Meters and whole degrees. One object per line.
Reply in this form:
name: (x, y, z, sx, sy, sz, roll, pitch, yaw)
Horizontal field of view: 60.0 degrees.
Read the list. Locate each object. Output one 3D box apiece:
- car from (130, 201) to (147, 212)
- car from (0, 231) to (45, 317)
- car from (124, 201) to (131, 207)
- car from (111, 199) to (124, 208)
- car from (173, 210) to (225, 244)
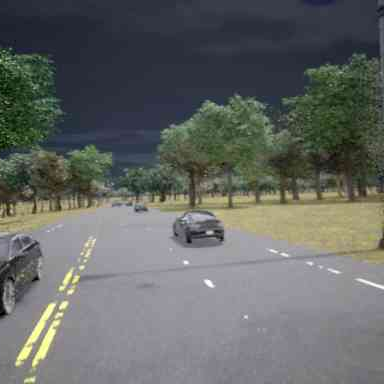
car: (-8.128, 2.345, 52.551, 2.033, 1.411, 5.357, -2, -1, -13)
car: (-4.864, 1.765, 7.885, 2.128, 1.511, 4.902, -2, 0, -13)
car: (-17.167, 3.204, 91.195, 1.812, 1.442, 4.674, -2, -1, -13)
car: (-18.998, 2.878, 83.610, 2.150, 2.045, 5.566, -2, -1, -13)
car: (0.250, 1.652, 16.736, 1.812, 1.442, 4.674, -2, 0, -13)
